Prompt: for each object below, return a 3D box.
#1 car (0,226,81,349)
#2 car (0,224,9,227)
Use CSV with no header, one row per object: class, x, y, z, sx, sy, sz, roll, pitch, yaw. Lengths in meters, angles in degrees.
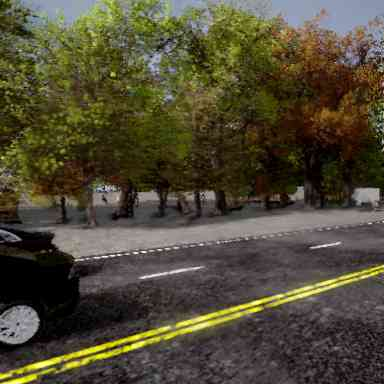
car,-4.200,1.488,4.679,5.008,1.535,1.882,-1,0,-36
car,-5.645,1.500,7.641,4.902,1.511,2.128,-1,0,-36
